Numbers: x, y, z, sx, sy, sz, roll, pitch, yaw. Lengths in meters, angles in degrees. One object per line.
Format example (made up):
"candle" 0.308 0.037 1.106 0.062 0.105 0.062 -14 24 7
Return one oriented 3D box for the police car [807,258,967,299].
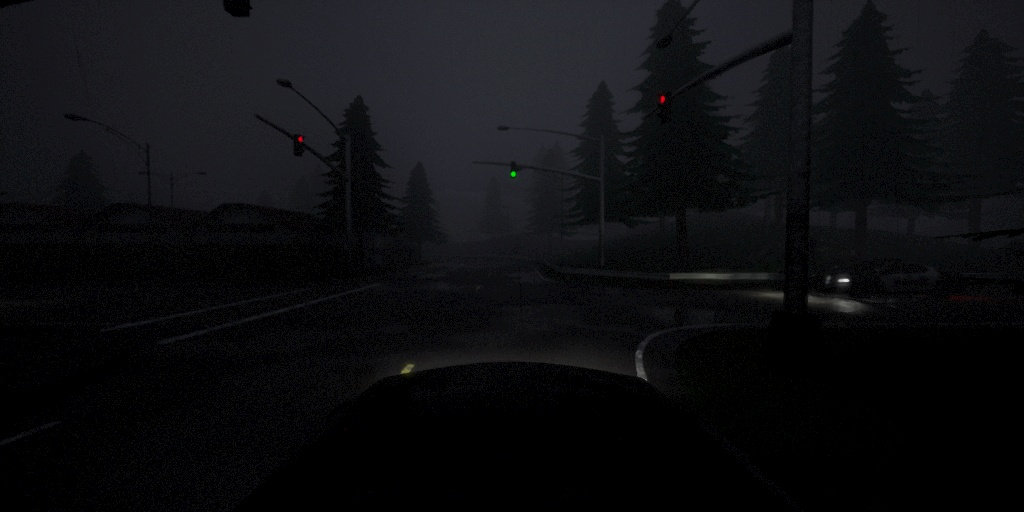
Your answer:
"police car" 14.805 0.887 14.484 4.974 1.542 2.038 0 2 1
